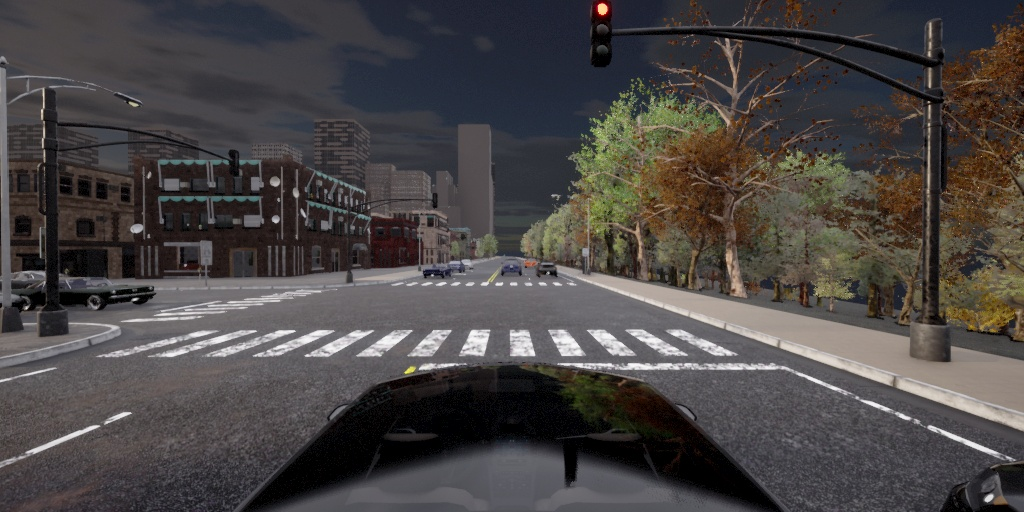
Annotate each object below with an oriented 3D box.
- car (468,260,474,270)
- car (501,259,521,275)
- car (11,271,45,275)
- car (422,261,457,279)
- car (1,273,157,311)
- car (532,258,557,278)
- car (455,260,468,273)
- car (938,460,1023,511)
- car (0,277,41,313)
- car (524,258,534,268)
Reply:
[{"bbox_3d":[-6.805,1.257,53.345,1.812,1.442,4.674,0,0,0],"label":"car"},{"bbox_3d":[-0.066,1.089,39.049,2.097,1.767,4.553,0,0,0],"label":"car"},{"bbox_3d":[-28.365,1.560,21.004,4.403,1.370,2.007,0,0,0],"label":"car"},{"bbox_3d":[-6.729,1.341,32.904,1.895,1.301,4.718,0,0,2],"label":"car"},{"bbox_3d":[-18.148,1.552,15.203,4.718,1.301,1.895,-1,1,1],"label":"car"},{"bbox_3d":[3.206,1.244,34.298,1.837,1.490,4.892,0,0,0],"label":"car"},{"bbox_3d":[-6.771,1.261,43.075,1.812,1.442,4.674,0,0,0],"label":"car"},{"bbox_3d":[3.363,1.314,0.200,1.994,1.385,4.181,0,0,-1],"label":"car"},{"bbox_3d":[-19.994,1.565,12.529,4.313,1.339,1.948,0,0,0],"label":"car"},{"bbox_3d":[3.094,1.080,59.184,2.097,1.767,4.553,0,0,0],"label":"car"}]
